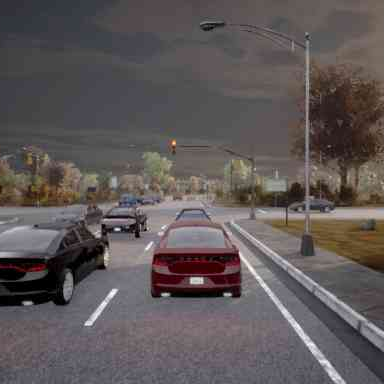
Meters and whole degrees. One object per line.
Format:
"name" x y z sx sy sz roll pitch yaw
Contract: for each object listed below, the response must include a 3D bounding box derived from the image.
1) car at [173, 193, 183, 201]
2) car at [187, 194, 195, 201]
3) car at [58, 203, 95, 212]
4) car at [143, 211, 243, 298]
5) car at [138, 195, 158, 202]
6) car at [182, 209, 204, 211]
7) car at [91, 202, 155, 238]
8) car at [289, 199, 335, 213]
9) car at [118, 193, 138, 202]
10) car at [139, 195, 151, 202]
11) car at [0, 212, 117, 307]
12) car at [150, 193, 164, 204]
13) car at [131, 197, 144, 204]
"car" -3.697 1.217 85.409 2.150 2.045 5.566 0 0 0
"car" -0.198 1.348 85.774 2.097 1.767 4.553 0 0 0
"car" -7.134 1.505 21.180 1.837 1.490 4.892 -1 0 2
"car" 0.082 1.478 8.580 1.882 1.535 5.008 0 0 0
"car" -7.219 1.564 55.402 1.994 1.385 4.181 0 0 -1
"car" 0.062 1.564 17.569 1.994 1.385 4.181 0 0 0
"car" -3.432 1.491 17.592 2.128 1.511 4.902 0 0 -1
"car" 13.295 1.505 36.965 4.892 1.490 1.837 0 0 3
"car" -10.681 1.221 55.821 2.150 2.045 5.566 0 0 2
"car" -10.679 1.500 75.869 1.837 1.490 4.892 0 0 0
"car" -3.416 1.478 8.106 1.882 1.535 5.008 0 0 0
"car" -7.192 1.221 64.515 2.150 2.045 5.566 0 0 1
"car" -10.681 1.601 65.588 1.895 1.301 4.718 0 0 0
